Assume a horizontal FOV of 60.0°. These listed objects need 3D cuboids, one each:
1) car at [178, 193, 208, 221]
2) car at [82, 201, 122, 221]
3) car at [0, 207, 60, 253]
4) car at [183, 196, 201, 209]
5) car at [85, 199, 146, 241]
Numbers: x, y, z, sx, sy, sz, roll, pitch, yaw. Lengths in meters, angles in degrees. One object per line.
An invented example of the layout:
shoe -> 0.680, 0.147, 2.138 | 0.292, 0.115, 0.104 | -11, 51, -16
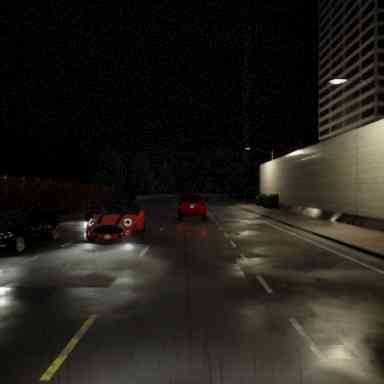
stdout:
car -> 0.045, 1.121, 26.528 | 2.150, 2.045, 5.566 | 0, 1, 1
car -> -7.060, 1.464, 26.591 | 1.994, 1.385, 4.181 | 0, 0, 0
car -> -7.108, 1.427, 13.594 | 1.882, 1.535, 5.008 | 0, 0, 0
car -> 0.014, 1.322, 43.627 | 2.128, 1.511, 4.902 | 0, 0, 0
car -> -3.540, 1.289, 16.219 | 2.097, 1.767, 4.553 | 0, 0, 0
